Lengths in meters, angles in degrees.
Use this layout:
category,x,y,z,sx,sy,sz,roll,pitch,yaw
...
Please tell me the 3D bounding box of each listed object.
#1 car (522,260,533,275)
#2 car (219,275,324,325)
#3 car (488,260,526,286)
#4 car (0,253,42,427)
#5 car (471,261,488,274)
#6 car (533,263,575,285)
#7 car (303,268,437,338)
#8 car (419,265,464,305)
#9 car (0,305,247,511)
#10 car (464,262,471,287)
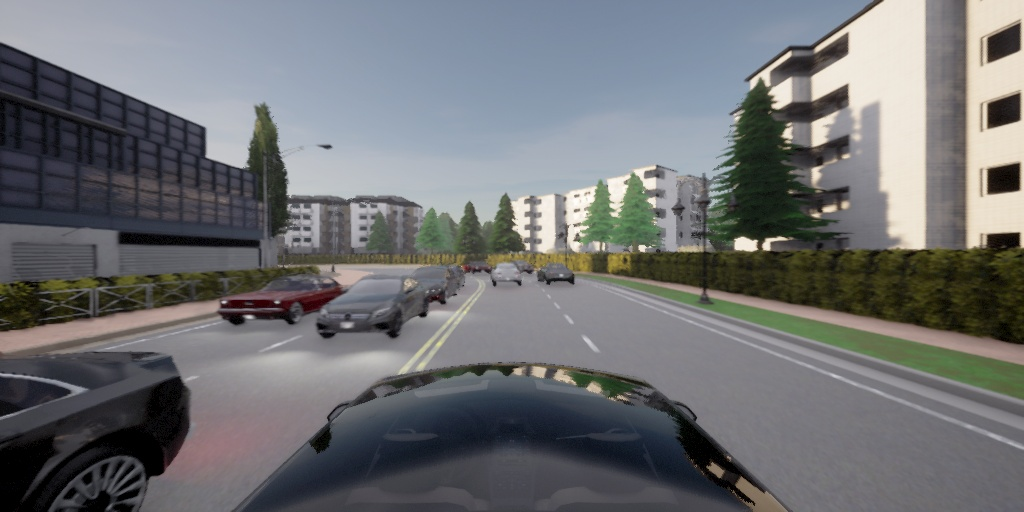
category,x,y,z,sx,sy,sz,roll,pitch,yaw
car,0.490,1.132,36.417,2.033,1.411,5.357,0,0,-20
car,-7.127,1.335,11.918,1.895,1.301,4.718,0,0,0
car,-0.446,1.172,24.206,1.812,1.442,4.674,0,0,-5
car,-7.101,1.004,1.798,2.150,2.045,5.566,0,0,0
car,-3.729,1.199,37.508,1.895,1.301,4.718,0,0,-22
car,2.982,1.190,25.016,1.994,1.385,4.181,0,0,-6
car,-3.629,1.252,10.226,1.812,1.442,4.674,0,0,0
car,-3.507,1.215,15.780,1.837,1.490,4.892,0,0,0
car,-3.606,1.262,0.959,2.128,1.511,4.902,0,0,0
car,-3.754,1.224,20.907,2.033,1.411,5.357,0,0,-2
